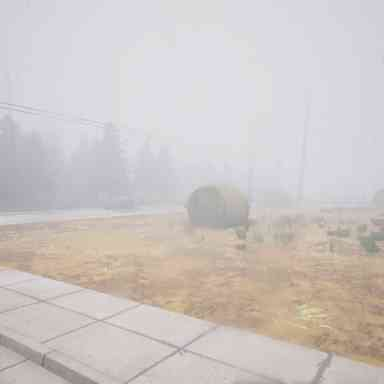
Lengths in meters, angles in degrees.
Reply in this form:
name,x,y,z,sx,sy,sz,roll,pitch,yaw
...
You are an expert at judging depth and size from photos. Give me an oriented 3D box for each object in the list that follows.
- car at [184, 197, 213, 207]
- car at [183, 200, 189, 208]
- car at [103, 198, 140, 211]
name,x,y,z,sx,sy,sz,roll,pitch,yaw
car,1.050,1.519,53.374,2.128,1.511,4.902,0,0,37
car,0.606,1.590,46.680,1.994,1.385,4.181,0,0,37
car,-8.561,1.533,40.511,1.837,1.490,4.892,0,0,37
